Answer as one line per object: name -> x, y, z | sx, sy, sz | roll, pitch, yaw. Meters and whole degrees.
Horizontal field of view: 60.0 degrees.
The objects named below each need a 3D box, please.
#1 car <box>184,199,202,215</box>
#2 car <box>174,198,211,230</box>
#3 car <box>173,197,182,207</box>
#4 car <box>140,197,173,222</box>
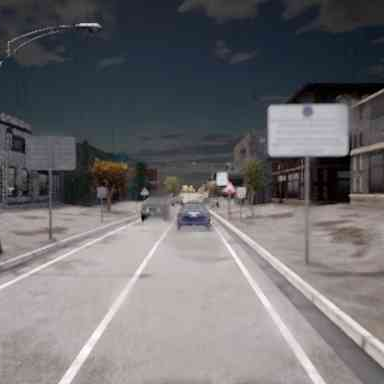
car -> 0.109, 1.742, 39.667 | 2.097, 1.767, 4.553 | 0, -1, 0
car -> 0.104, 1.445, 21.987 | 2.097, 1.767, 4.553 | 0, -1, 0
car -> -2.983, 2.052, 69.880 | 2.150, 2.045, 5.566 | 0, -1, 0
car -> -3.104, 1.433, 29.028 | 2.150, 2.045, 5.566 | 0, -1, 0
